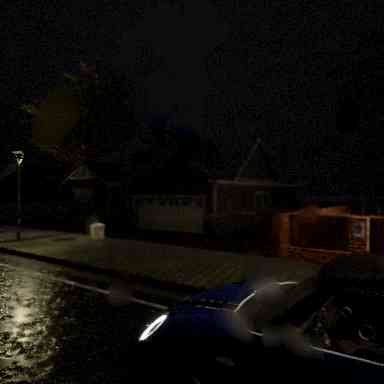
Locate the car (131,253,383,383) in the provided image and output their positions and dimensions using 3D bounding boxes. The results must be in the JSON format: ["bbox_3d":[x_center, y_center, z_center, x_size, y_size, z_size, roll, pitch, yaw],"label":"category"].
[{"bbox_3d":[1.605,1.351,2.848,4.553,1.767,2.097,0,0,36],"label":"car"}]
